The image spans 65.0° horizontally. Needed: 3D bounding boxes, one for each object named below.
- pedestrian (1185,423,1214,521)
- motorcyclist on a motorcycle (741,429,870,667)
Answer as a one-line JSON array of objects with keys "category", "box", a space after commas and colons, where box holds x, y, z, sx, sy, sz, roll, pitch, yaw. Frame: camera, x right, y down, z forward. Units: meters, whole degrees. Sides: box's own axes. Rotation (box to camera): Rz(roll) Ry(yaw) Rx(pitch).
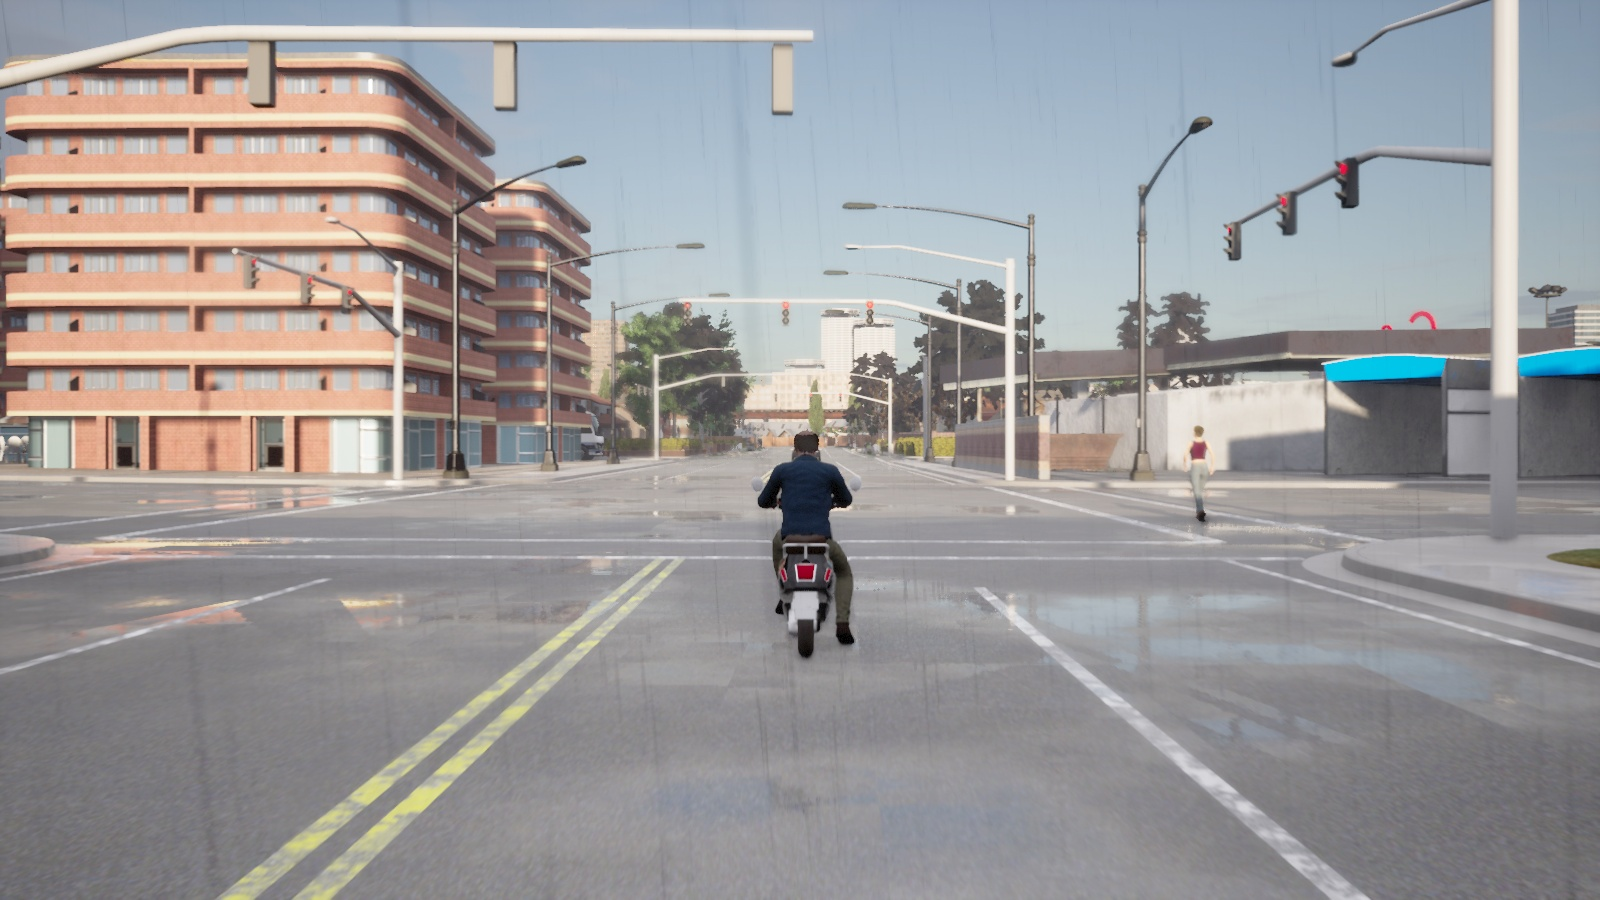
[{"category": "pedestrian", "box": [7.595, 0.413, 23.879, 0.345, 1.836, 0.594, 0, 0, -2]}, {"category": "motorcyclist on a motorcycle", "box": [0.047, 0.648, 9.298, 0.866, 1.590, 1.817, 0, 0, 1]}]
